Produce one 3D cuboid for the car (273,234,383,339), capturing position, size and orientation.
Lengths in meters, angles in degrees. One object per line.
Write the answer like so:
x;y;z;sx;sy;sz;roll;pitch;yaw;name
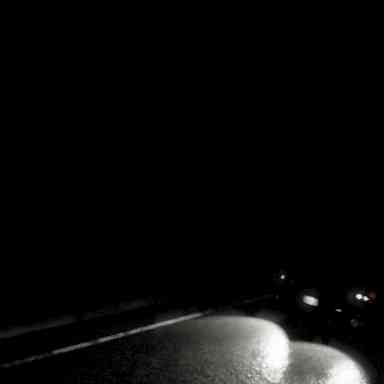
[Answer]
3.539;1.569;6.509;4.181;1.385;1.994;0;0;-35;car
